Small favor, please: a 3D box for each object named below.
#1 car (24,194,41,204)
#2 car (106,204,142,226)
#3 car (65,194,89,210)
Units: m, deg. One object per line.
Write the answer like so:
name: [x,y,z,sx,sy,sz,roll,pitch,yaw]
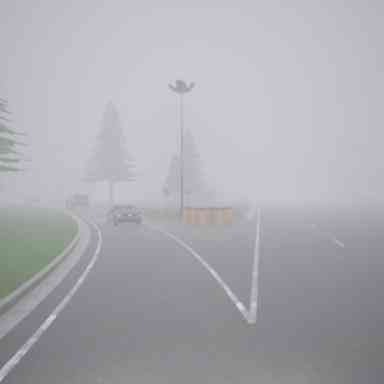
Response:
car: [-32.249,1.361,67.306,2.150,2.045,5.566,0,0,-38]
car: [-4.921,1.567,23.765,2.033,1.411,5.357,0,0,-21]
car: [-15.293,1.285,44.287,2.150,2.045,5.566,0,0,-32]
